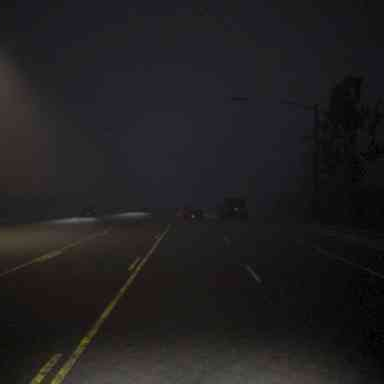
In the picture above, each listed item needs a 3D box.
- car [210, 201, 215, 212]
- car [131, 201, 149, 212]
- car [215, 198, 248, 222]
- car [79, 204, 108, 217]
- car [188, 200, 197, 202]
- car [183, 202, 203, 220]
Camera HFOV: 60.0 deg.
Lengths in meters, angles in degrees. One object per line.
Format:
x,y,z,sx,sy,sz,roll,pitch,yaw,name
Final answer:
3.572,1.980,46.852,1.812,1.442,4.674,0,0,0,car
-7.110,1.938,45.758,2.128,1.511,4.902,0,-1,0,car
3.583,1.510,29.539,2.150,2.045,5.566,0,0,0,car
-10.616,1.955,36.157,1.895,1.301,4.718,0,-1,0,car
0.070,1.946,48.168,1.882,1.535,5.008,0,0,0,car
0.081,1.912,31.991,1.895,1.301,4.718,0,-1,0,car
